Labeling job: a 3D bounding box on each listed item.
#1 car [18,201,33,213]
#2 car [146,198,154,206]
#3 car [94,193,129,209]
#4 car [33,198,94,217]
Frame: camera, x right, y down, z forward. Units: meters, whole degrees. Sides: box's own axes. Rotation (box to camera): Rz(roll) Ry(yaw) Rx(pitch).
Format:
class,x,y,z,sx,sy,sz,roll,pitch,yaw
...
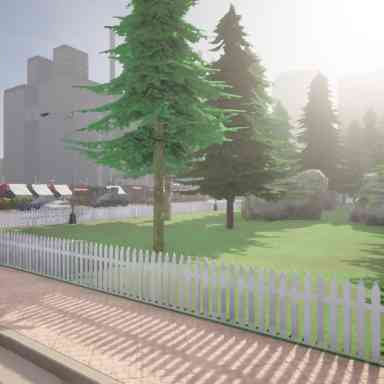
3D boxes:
class,x,y,z,sx,sy,sz,roll,pitch,yaw
car,-16.802,1.481,37.224,1.882,1.535,5.008,0,0,34
car,-5.365,1.356,54.089,2.097,1.767,4.553,0,0,34
car,-11.154,1.225,45.584,2.150,2.045,5.566,0,0,34
car,-12.022,1.528,31.426,1.812,1.442,4.674,0,0,34
